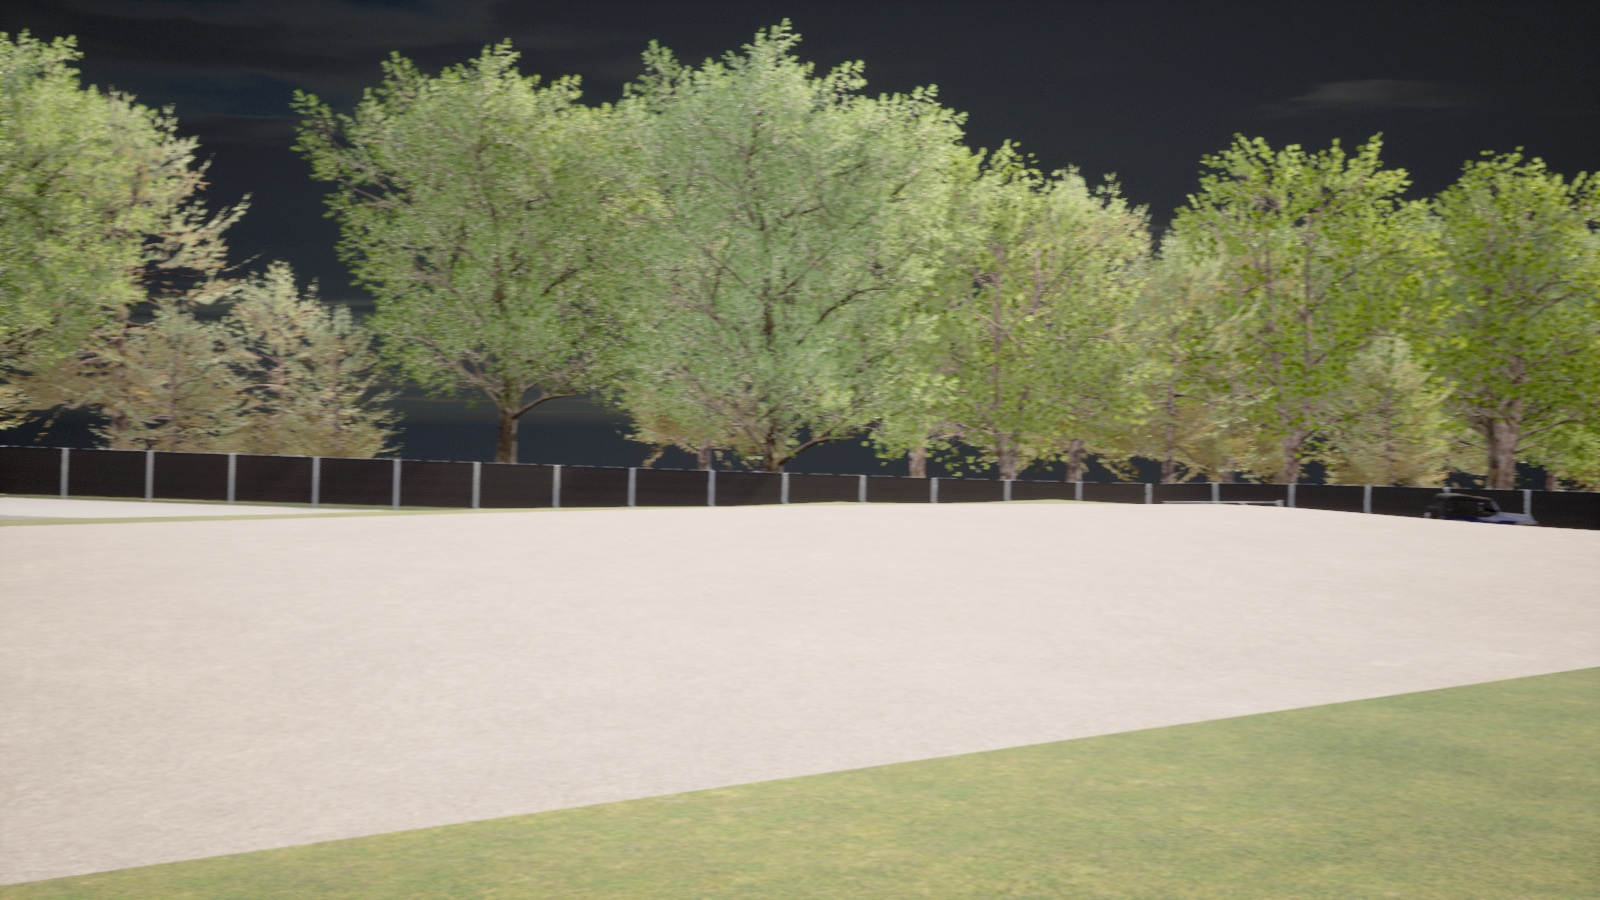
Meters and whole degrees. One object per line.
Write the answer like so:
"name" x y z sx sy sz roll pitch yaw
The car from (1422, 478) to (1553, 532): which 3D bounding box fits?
"car" 25.694 2.046 47.038 3.866 1.878 1.905 0 1 8
